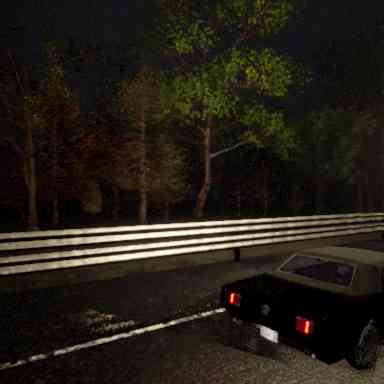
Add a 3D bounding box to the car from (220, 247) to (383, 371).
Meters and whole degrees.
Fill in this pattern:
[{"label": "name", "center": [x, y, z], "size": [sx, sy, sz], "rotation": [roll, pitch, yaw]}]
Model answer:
[{"label": "car", "center": [2.851, 1.645, 5.762], "size": [4.718, 1.301, 1.895], "rotation": [1, 0, -35]}]
